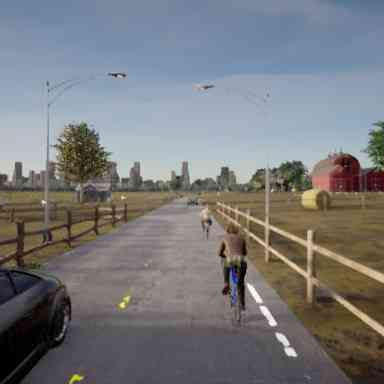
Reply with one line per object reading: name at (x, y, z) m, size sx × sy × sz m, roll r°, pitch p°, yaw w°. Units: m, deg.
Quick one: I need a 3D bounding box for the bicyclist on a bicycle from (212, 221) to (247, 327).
bicyclist on a bicycle at (0.756, 1.444, 6.063) m, size 0.582 × 1.620 × 1.656 m, roll 0°, pitch 0°, yaw 0°

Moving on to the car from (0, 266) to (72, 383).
car at (-2.849, 1.559, 3.488) m, size 1.994 × 1.385 × 4.181 m, roll 0°, pitch 0°, yaw 0°

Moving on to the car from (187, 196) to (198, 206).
car at (0.108, 1.602, 57.719) m, size 2.033 × 1.411 × 5.357 m, roll 0°, pitch 0°, yaw 0°

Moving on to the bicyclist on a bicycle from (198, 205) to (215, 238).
bicyclist on a bicycle at (0.735, 1.422, 16.554) m, size 0.866 × 1.612 × 1.509 m, roll 0°, pitch 0°, yaw 0°

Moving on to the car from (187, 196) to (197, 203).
car at (0.011, 1.651, 73.928) m, size 1.994 × 1.385 × 4.181 m, roll 0°, pitch 0°, yaw 0°
